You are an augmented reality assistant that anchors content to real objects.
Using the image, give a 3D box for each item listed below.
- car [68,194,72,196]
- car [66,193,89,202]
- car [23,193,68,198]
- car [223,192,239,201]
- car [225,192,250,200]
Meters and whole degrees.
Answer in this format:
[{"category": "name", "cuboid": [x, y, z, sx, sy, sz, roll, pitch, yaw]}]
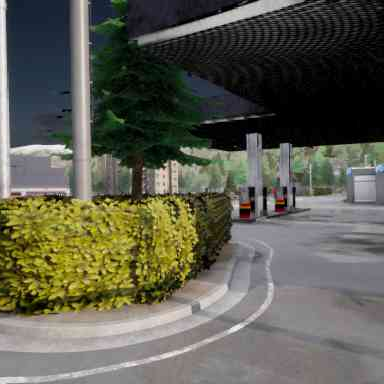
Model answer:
[{"category": "car", "cuboid": [-24.271, 1.124, 63.885, 3.866, 1.878, 1.905, -1, 1, 35]}, {"category": "car", "cuboid": [-22.926, 1.103, 66.494, 4.605, 1.855, 1.932, -1, 1, 35]}, {"category": "car", "cuboid": [-14.795, 1.183, 33.599, 3.866, 1.878, 1.905, -1, 1, 35]}, {"category": "car", "cuboid": [7.405, 0.851, 63.928, 5.027, 1.636, 2.152, -1, 1, 35]}, {"category": "car", "cuboid": [9.177, 0.812, 66.517, 4.514, 1.523, 2.007, -1, 1, 35]}]
